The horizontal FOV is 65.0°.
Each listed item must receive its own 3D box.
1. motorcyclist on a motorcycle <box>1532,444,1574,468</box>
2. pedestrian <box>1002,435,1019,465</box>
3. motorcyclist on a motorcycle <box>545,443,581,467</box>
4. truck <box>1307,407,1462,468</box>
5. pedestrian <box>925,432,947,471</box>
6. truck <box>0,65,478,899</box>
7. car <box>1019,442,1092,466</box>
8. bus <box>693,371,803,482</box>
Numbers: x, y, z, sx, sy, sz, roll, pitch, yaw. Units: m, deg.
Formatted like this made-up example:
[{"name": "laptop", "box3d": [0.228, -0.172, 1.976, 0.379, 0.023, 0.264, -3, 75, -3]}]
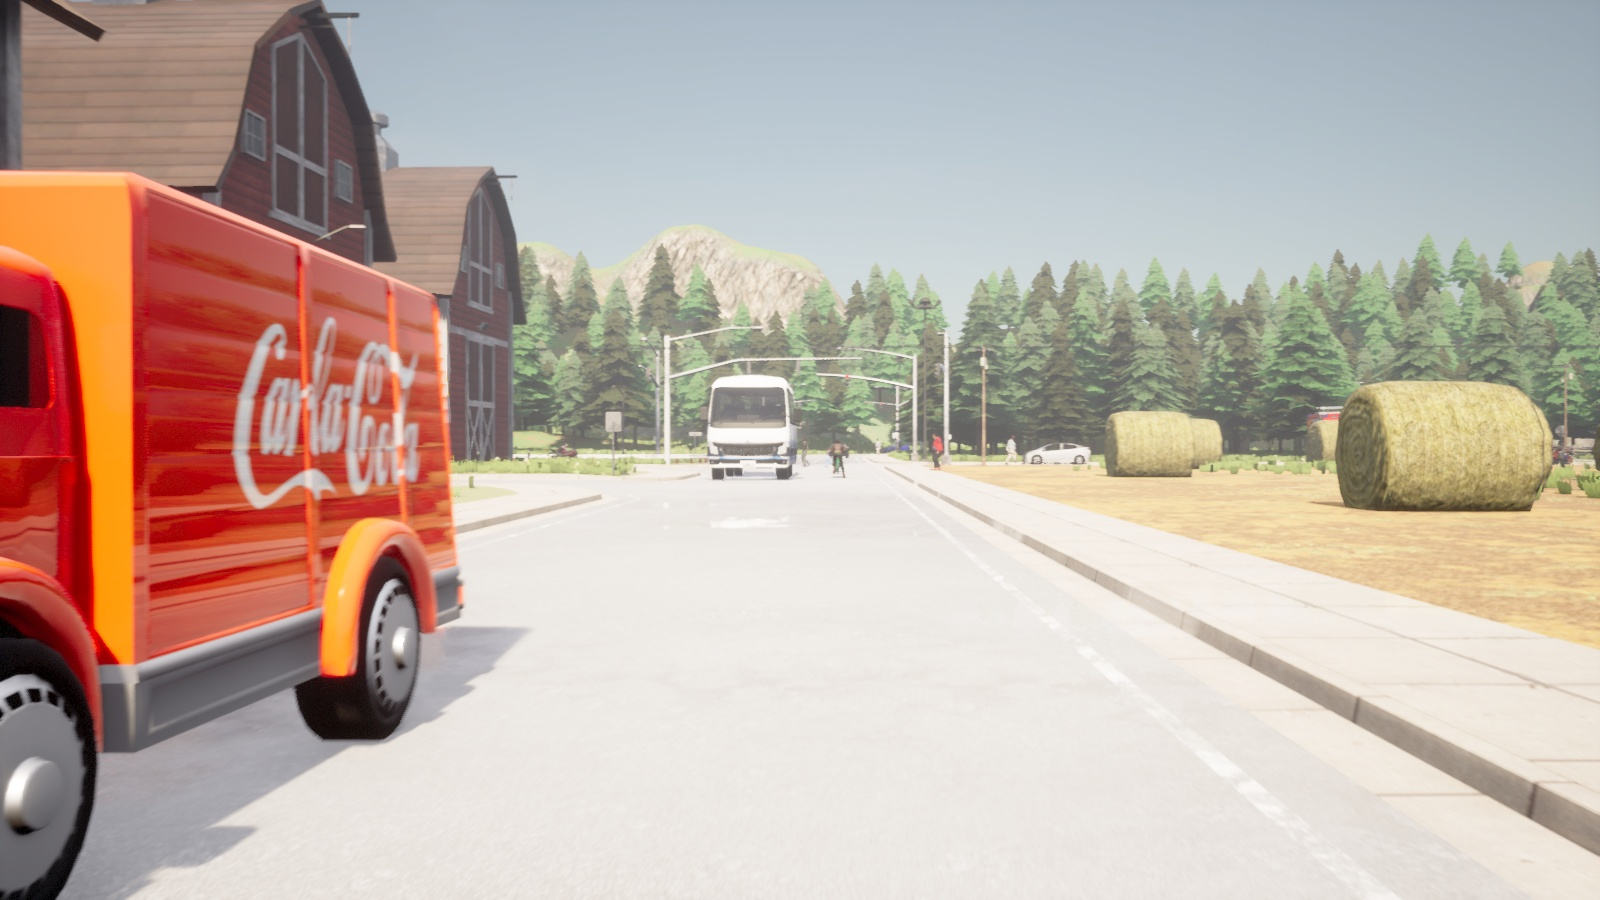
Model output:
[{"name": "motorcyclist on a motorcycle", "box3d": [49.781, 0.389, 83.033, 2.191, 1.530, 0.866, 0, 0, 2]}, {"name": "pedestrian", "box3d": [12.900, -0.001, 76.947, 0.900, 1.855, 0.874, 0, 0, 21]}, {"name": "motorcyclist on a motorcycle", "box3d": [-15.569, 0.326, 82.533, 2.191, 1.530, 0.866, 0, 0, 3]}, {"name": "truck", "box3d": [37.187, -0.806, 80.070, 8.468, 3.827, 2.891, 0, 0, 3]}, {"name": "pedestrian", "box3d": [6.525, 0.075, 60.224, 0.899, 1.844, 0.634, 0, 0, -11]}, {"name": "truck", "box3d": [-3.331, 0.227, 5.017, 2.627, 2.467, 5.204, 0, 0, 2]}, {"name": "car", "box3d": [17.168, 0.260, 84.512, 4.514, 1.525, 2.007, 0, 0, 3]}, {"name": "bus", "box3d": [-1.963, -0.932, 53.118, 3.944, 4.253, 10.273, 0, 0, 2]}]
